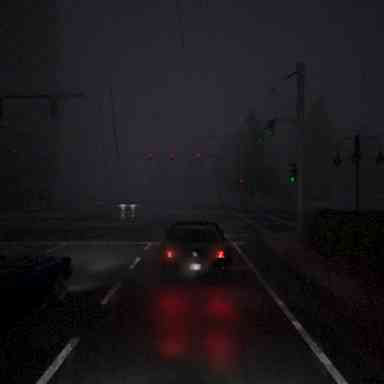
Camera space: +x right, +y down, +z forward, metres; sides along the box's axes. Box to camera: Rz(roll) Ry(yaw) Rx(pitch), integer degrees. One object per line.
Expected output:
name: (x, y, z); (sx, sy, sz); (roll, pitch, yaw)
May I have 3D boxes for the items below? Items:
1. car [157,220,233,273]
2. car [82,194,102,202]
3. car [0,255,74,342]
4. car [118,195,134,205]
car: (0.090, 1.535, 10.361); (1.895, 1.301, 4.718); (0, 0, 0)
car: (-19.594, 1.068, 65.372); (5.008, 1.535, 1.882); (1, 1, 42)
car: (-3.429, 1.569, 4.936); (1.895, 1.301, 4.718); (0, 0, 0)
car: (-10.174, 1.203, 51.287); (1.812, 1.442, 4.674); (0, 0, -23)
